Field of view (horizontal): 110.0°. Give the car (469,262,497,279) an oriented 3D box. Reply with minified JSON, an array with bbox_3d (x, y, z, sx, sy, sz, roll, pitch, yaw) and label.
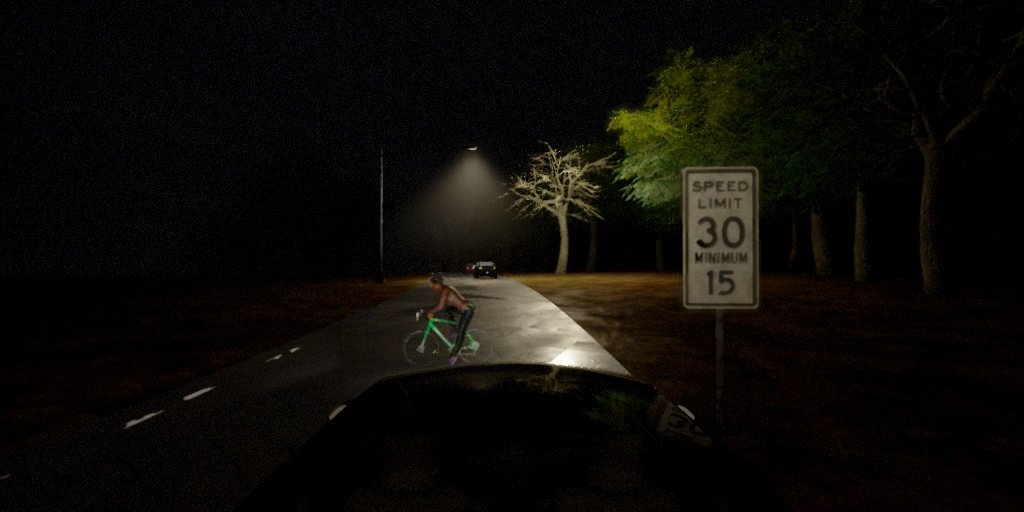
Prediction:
[{"bbox_3d":[-2.469,1.255,32.603,2.128,1.511,4.902,0,-1,-9],"label":"car"}]

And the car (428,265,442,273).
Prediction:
[{"bbox_3d":[-13.531,2.235,62.507,2.033,1.411,5.357,1,-2,-19],"label":"car"}]

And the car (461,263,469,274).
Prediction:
[{"bbox_3d":[-5.484,1.628,46.795,2.033,1.411,5.357,0,-2,-14],"label":"car"}]

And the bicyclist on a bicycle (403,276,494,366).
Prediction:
[{"bbox_3d":[-1.154,1.177,6.420,1.656,1.620,0.582,-2,0,-1],"label":"bicyclist on a bicycle"}]
